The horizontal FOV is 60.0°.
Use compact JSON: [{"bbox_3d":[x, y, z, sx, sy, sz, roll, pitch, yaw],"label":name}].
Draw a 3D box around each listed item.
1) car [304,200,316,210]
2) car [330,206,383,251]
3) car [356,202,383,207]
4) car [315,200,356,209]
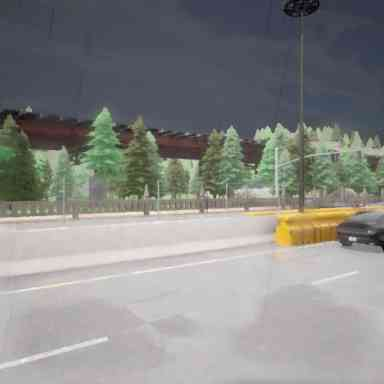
[{"bbox_3d":[12.269,1.558,34.116,4.892,1.490,1.837,0,0,-35],"label":"car"},{"bbox_3d":[7.989,1.514,13.867,4.892,1.490,1.837,0,0,-35],"label":"car"},{"bbox_3d":[16.334,1.558,28.417,4.674,1.442,1.812,0,0,-35],"label":"car"},{"bbox_3d":[14.301,1.600,31.267,5.357,1.411,2.033,0,0,-35],"label":"car"}]
